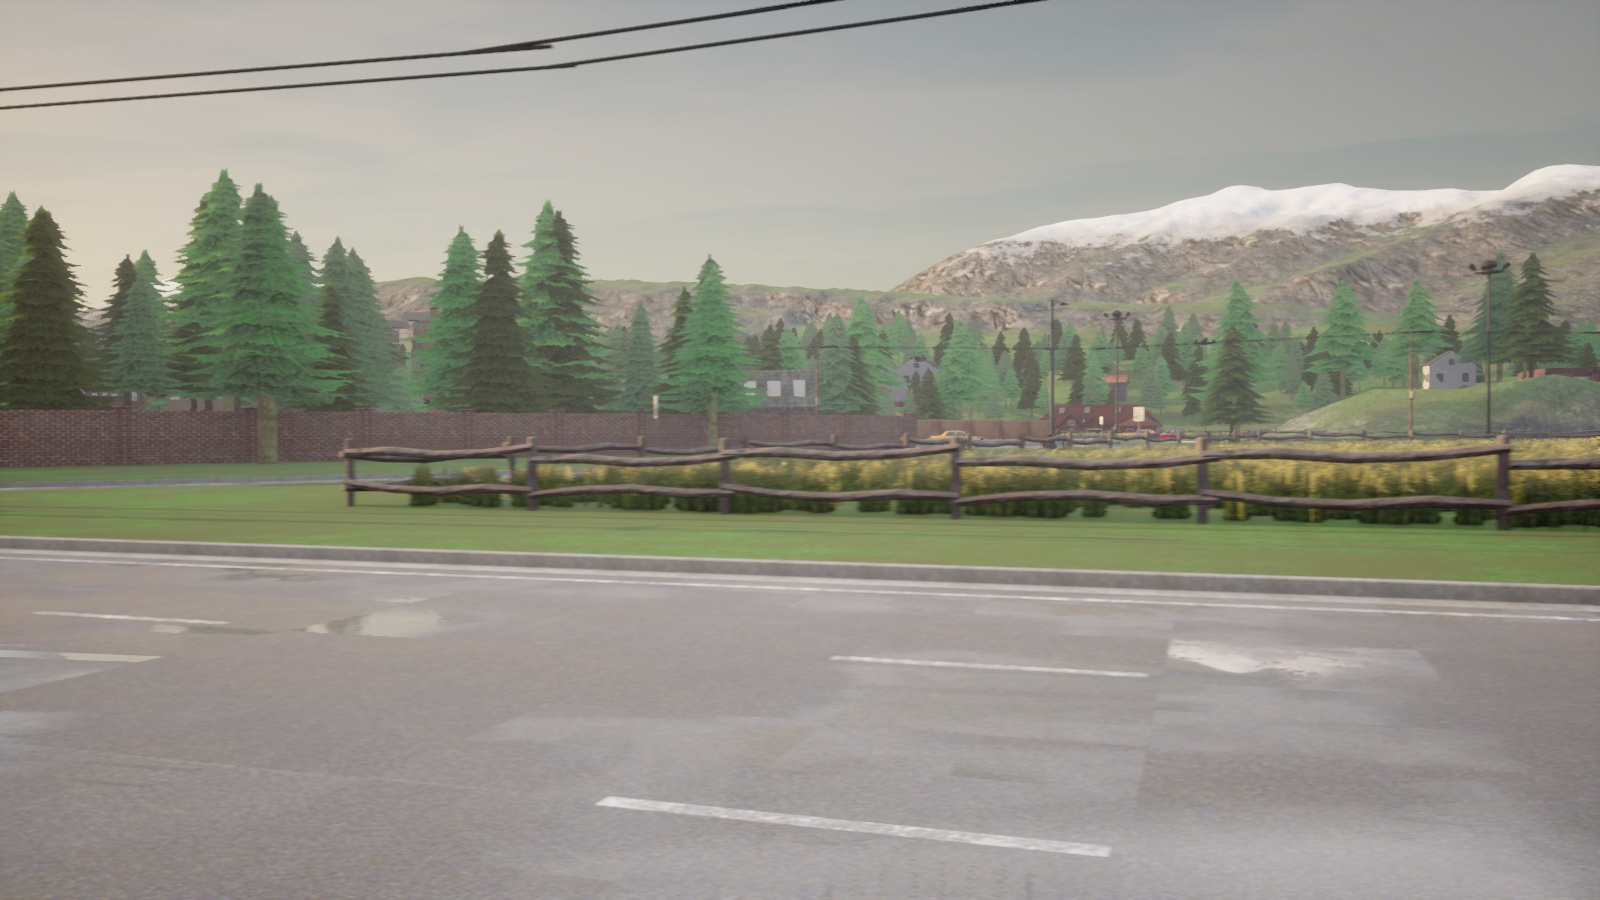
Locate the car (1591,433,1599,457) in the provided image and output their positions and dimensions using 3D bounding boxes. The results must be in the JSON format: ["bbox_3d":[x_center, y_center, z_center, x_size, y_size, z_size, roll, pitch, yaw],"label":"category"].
[{"bbox_3d":[55.386,-0.347,82.645,5.366,1.575,1.801,0,1,18],"label":"car"}]
